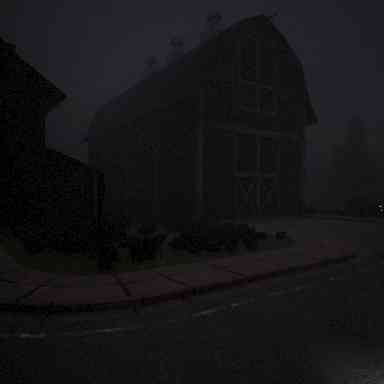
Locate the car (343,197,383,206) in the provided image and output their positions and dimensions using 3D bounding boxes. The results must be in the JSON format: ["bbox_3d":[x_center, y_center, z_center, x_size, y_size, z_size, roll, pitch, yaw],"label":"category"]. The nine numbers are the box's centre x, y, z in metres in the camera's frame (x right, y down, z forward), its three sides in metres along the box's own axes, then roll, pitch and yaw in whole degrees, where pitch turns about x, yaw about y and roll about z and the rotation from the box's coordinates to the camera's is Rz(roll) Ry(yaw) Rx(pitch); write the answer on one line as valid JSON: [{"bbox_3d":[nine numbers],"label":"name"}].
[{"bbox_3d":[18.318,1.363,35.154,2.097,1.767,4.553,0,0,-34],"label":"car"}]
